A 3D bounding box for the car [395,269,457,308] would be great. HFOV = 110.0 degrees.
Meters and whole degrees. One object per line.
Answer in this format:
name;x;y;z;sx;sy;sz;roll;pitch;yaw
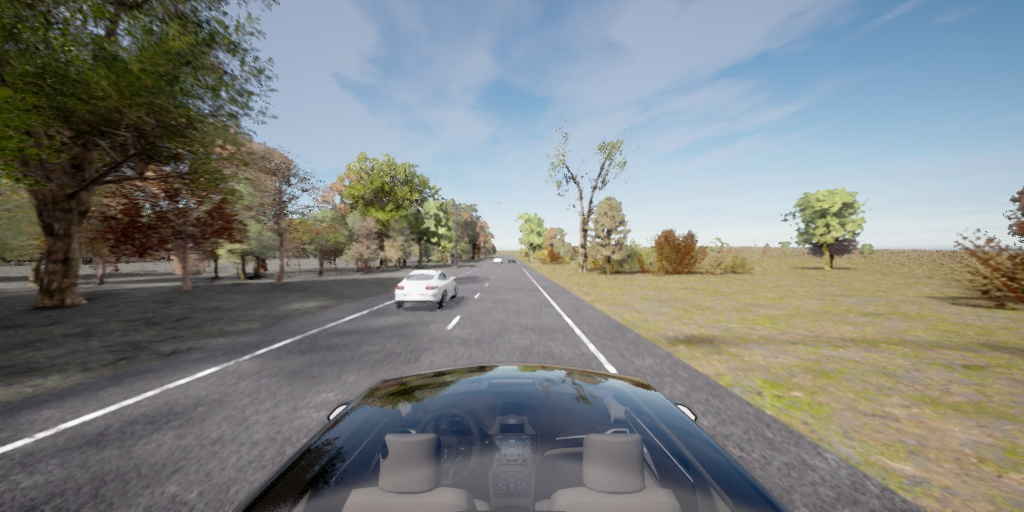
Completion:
car;-3.505;1.279;15.135;1.812;1.442;4.674;0;0;0
